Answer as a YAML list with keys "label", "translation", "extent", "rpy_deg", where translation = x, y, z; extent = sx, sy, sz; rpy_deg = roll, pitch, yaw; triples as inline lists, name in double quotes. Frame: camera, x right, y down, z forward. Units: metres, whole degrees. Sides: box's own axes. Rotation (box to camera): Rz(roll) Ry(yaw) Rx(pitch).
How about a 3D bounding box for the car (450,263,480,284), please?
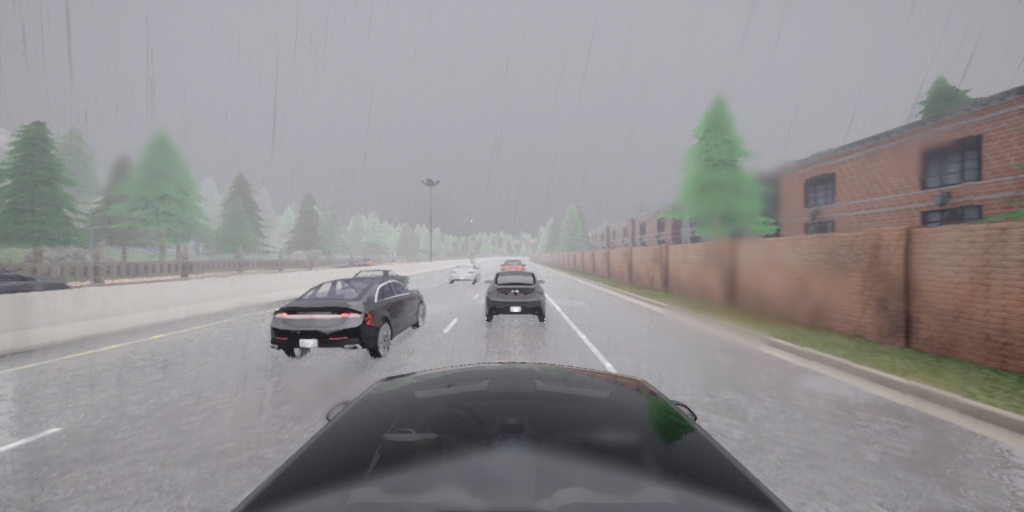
- label: "car"
  translation: [-3.423, 1.261, 26.656]
  extent: [1.812, 1.442, 4.674]
  rpy_deg: [0, 0, 0]

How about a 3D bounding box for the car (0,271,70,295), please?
- label: "car"
  translation: [-17.601, 1.236, 11.409]
  extent: [2.128, 1.511, 4.902]
  rpy_deg: [0, 0, 0]

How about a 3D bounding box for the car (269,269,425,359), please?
- label: "car"
  translation: [-3.391, 1.238, 8.399]
  extent: [2.128, 1.511, 4.902]
  rpy_deg: [0, 0, 0]

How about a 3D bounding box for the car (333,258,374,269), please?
- label: "car"
  translation: [-14.097, 1.224, 31.460]
  extent: [2.128, 1.511, 4.902]
  rpy_deg: [0, 0, 0]

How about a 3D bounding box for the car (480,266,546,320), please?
- label: "car"
  translation: [0.101, 1.249, 12.507]
  extent: [1.837, 1.490, 4.892]
  rpy_deg: [0, 0, 0]

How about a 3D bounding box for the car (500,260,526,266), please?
- label: "car"
  translation: [0.088, 1.085, 30.457]
  extent: [2.097, 1.767, 4.553]
  rpy_deg: [0, 0, 0]

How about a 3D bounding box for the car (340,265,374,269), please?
- label: "car"
  translation: [-6.907, 1.341, 18.702]
  extent: [1.895, 1.301, 4.718]
  rpy_deg: [0, 0, 0]

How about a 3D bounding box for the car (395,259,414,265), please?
- label: "car"
  translation: [-17.529, 1.197, 58.587]
  extent: [1.882, 1.535, 5.008]
  rpy_deg: [0, 0, 0]
